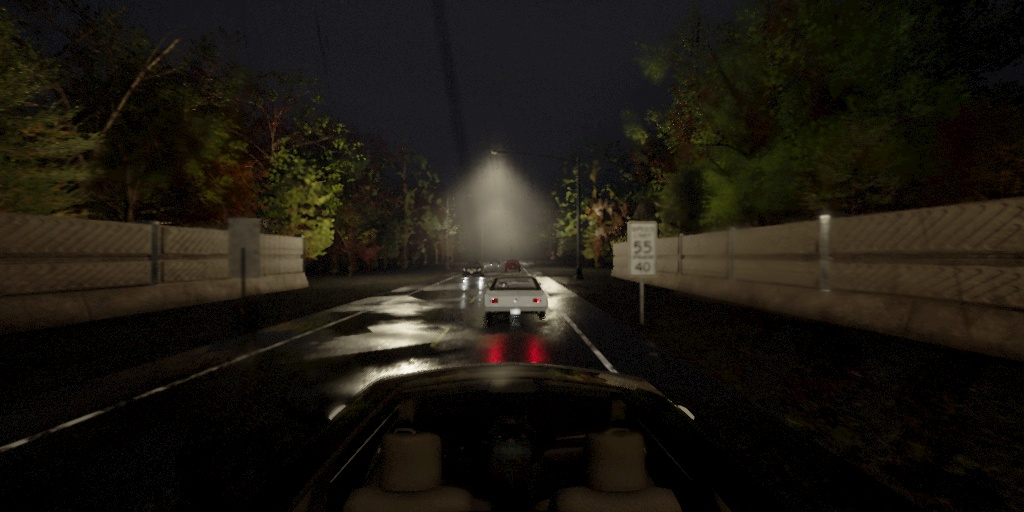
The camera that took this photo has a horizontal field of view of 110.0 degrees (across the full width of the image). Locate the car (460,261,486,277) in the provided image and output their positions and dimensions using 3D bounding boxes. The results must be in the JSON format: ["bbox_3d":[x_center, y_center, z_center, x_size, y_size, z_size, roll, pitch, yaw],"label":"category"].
[{"bbox_3d":[-3.600,1.194,34.238,1.812,1.442,4.674,0,0,0],"label":"car"}]

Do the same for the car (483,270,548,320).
[{"bbox_3d":[0.104,1.323,12.546,1.895,1.301,4.718,0,0,0],"label":"car"}]

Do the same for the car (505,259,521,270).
[{"bbox_3d":[0.092,1.105,45.436,1.882,1.535,5.008,0,0,0],"label":"car"}]
